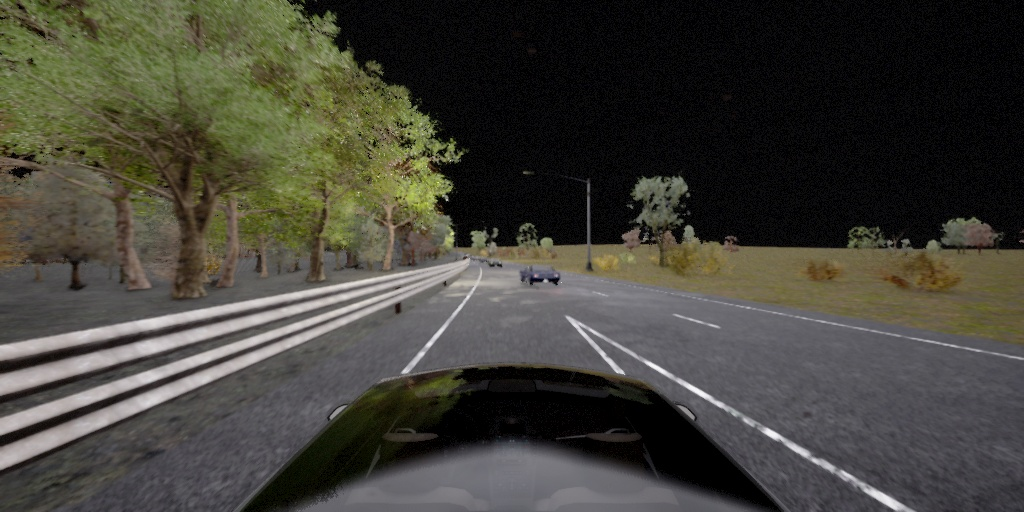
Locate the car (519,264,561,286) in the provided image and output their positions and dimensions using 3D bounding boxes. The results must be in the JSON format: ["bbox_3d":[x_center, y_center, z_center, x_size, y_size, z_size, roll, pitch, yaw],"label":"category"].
[{"bbox_3d":[1.703,1.194,23.602,1.895,1.301,4.718,0,0,-8],"label":"car"}]

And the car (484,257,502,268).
[{"bbox_3d":[-2.595,1.023,52.549,1.895,1.301,4.718,0,0,-8],"label":"car"}]
